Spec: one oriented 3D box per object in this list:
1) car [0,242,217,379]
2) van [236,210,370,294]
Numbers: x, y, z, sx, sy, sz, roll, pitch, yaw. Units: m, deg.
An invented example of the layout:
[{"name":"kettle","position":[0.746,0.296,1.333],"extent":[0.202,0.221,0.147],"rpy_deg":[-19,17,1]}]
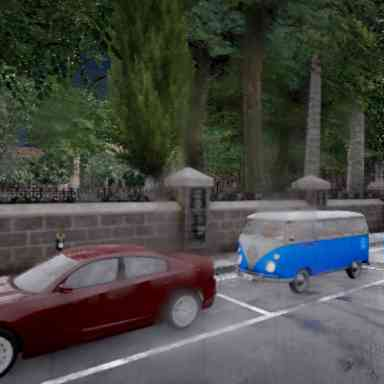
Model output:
[{"name":"car","position":[-1.646,1.556,5.361],"extent":[4.507,1.381,1.887],"rpy_deg":[1,0,-35]},{"name":"van","position":[2.963,1.393,8.645],"extent":[3.998,1.788,1.690],"rpy_deg":[0,0,-35]}]
